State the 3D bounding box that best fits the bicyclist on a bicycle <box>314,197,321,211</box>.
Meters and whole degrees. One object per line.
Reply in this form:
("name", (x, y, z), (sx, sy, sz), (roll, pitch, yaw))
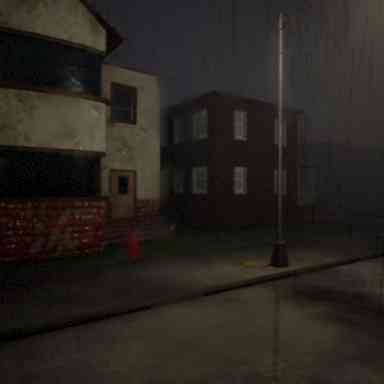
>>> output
("bicyclist on a bicycle", (14.838, 1.423, 39.463), (1.656, 1.620, 0.582), (0, 0, -35))
